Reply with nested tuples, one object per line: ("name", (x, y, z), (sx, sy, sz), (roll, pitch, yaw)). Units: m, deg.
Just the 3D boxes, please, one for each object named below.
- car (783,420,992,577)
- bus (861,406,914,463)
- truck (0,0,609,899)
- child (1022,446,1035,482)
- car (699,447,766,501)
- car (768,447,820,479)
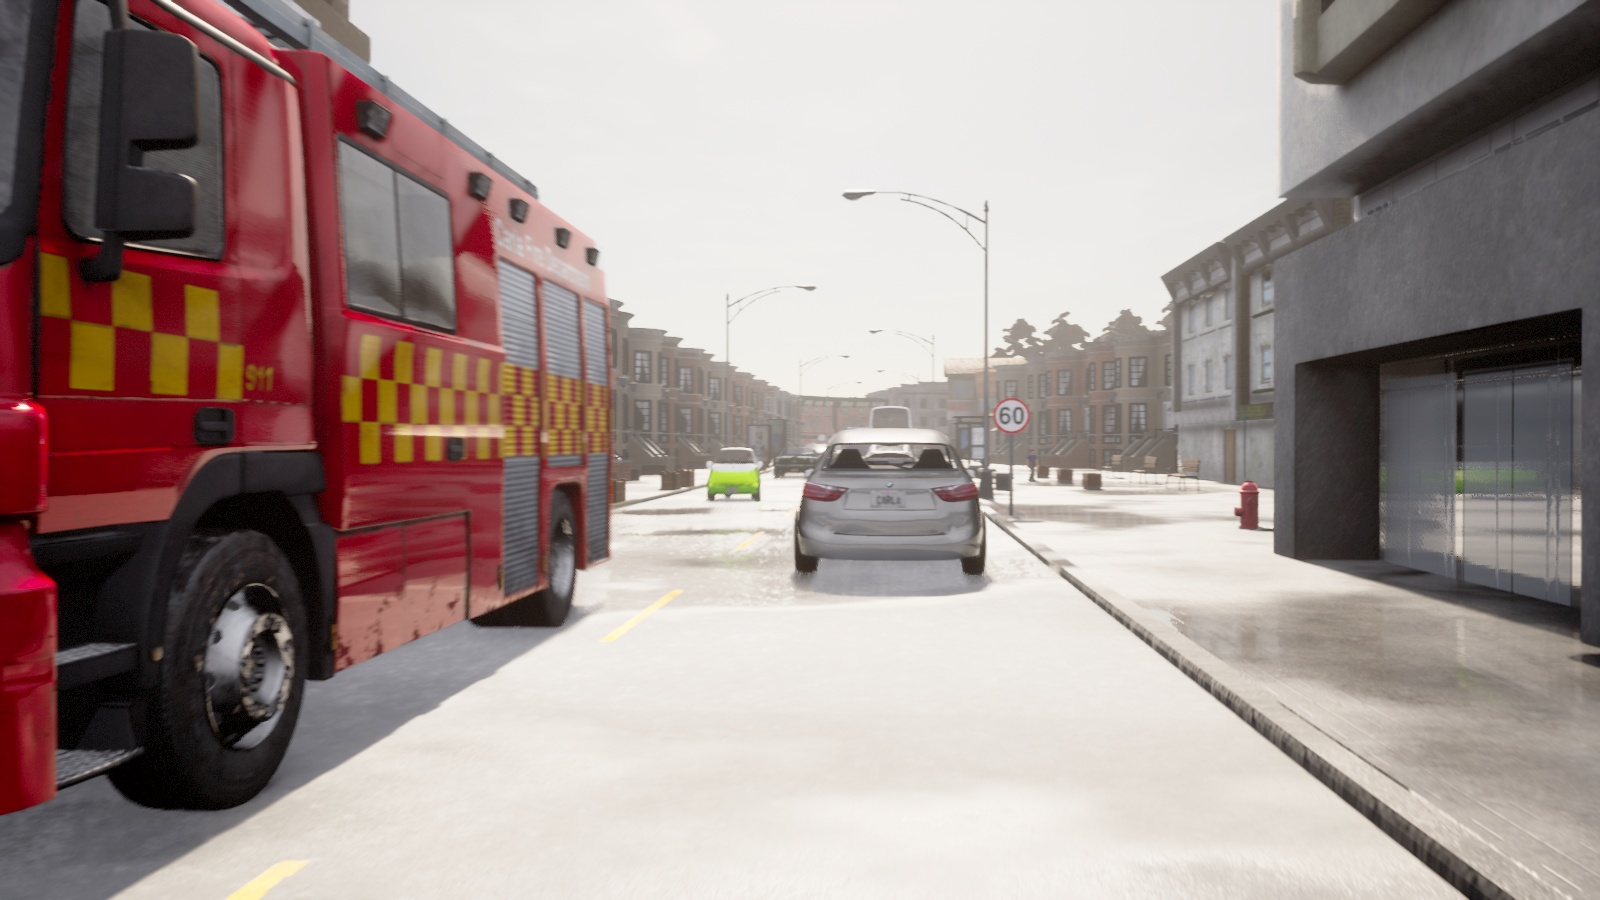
("car", (1.092, 0.503, 15.784), (2.242, 1.667, 4.611), (0, 0, 4))
("bus", (6.936, -1.179, 99.099), (3.944, 4.253, 10.273), (0, 0, 4))
("truck", (-3.492, -0.466, 7.416), (2.891, 3.827, 8.468), (0, 0, 4))
("child", (8.206, 0.495, 45.015), (0.270, 1.263, 0.437), (0, 0, -20))
("car", (-1.737, 0.613, 32.911), (1.481, 1.376, 2.207), (0, 0, 4))
("car", (-0.208, 0.537, 54.763), (1.895, 1.301, 4.718), (0, 0, 4))
